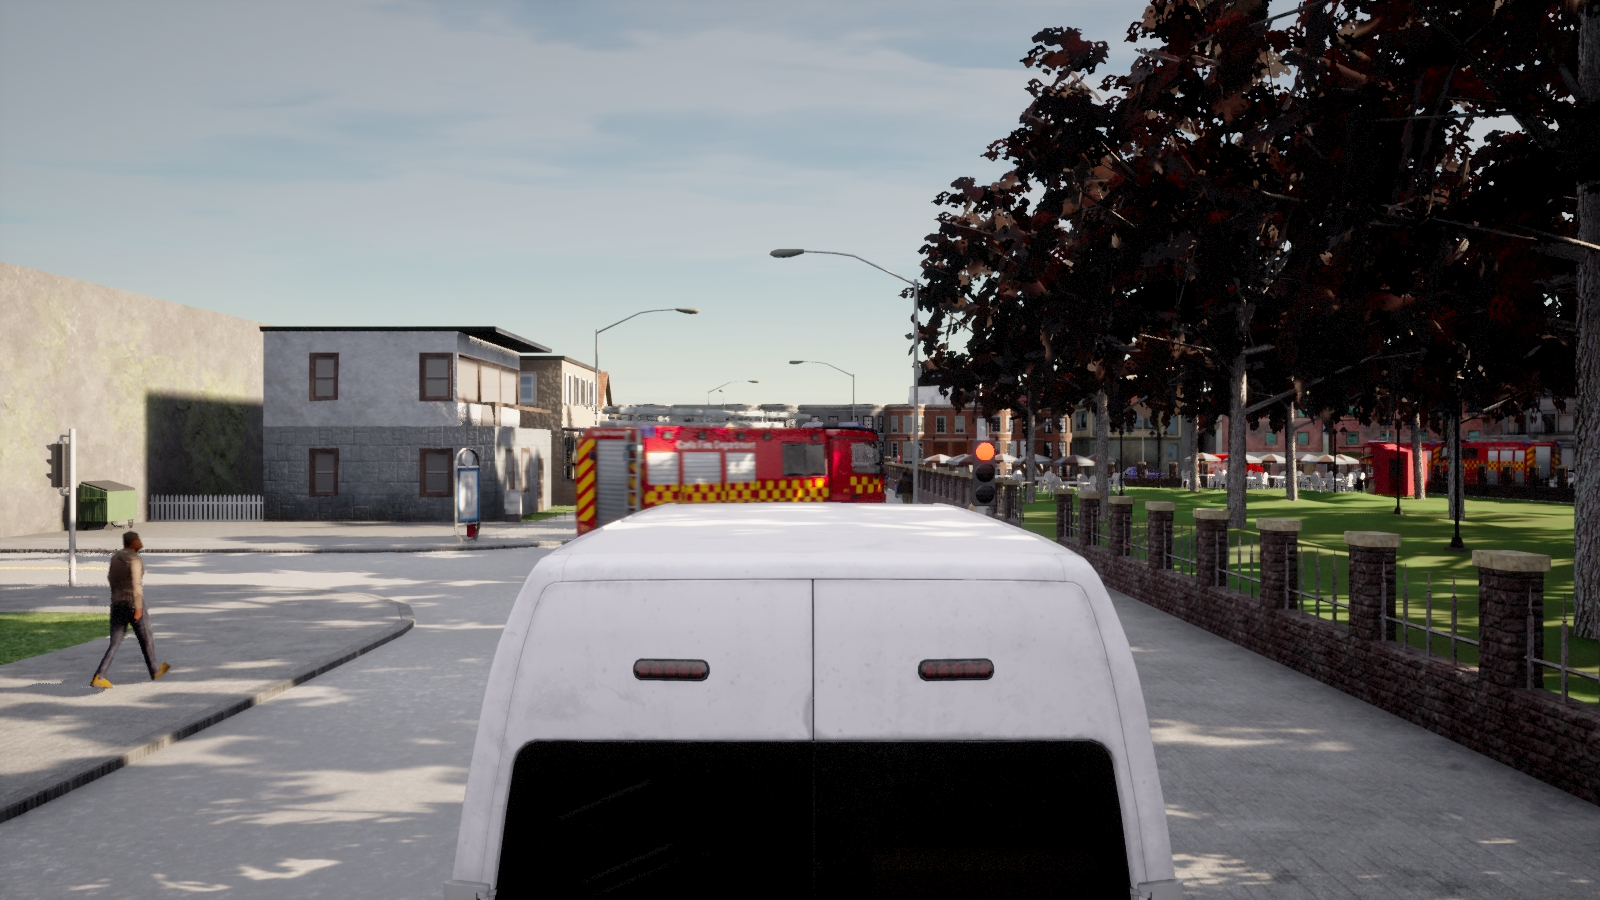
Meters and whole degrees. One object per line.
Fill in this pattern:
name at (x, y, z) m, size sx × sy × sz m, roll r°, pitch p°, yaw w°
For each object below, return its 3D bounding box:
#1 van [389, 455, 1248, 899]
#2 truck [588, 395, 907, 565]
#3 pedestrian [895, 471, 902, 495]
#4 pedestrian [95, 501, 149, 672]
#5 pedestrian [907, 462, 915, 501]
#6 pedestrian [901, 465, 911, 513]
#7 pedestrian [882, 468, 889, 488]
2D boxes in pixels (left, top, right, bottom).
van at (0.036, 1.314, 5.605) m, size 1.988 × 2.561 × 5.915 m, roll 0°, pitch 0°, yaw 0°
truck at (-1.096, 0.670, 29.700) m, size 8.468 × 3.827 × 2.891 m, roll 0°, pitch 0°, yaw -44°
pedestrian at (5.327, 1.805, 61.870) m, size 0.375 × 1.300 × 0.375 m, roll 0°, pitch 0°, yaw 0°
pedestrian at (-7.621, 1.517, 12.845) m, size 0.375 × 1.860 × 0.375 m, roll 0°, pitch 0°, yaw 20°
pedestrian at (5.418, 1.525, 55.631) m, size 0.375 × 1.860 × 0.375 m, roll 0°, pitch 0°, yaw 3°
pedestrian at (4.137, 1.525, 44.565) m, size 0.375 × 1.860 × 0.375 m, roll 0°, pitch 0°, yaw 2°
pedestrian at (5.460, 1.796, 72.933) m, size 0.375 × 1.300 × 0.375 m, roll 0°, pitch 0°, yaw 19°
